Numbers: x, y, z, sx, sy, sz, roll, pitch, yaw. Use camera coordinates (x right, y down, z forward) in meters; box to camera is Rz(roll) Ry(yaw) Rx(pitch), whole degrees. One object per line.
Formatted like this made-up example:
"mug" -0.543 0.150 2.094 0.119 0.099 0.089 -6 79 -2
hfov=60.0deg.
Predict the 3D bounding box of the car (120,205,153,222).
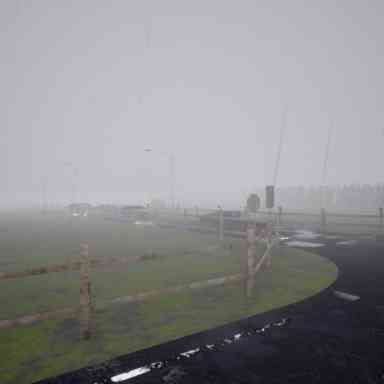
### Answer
"car" -5.532 2.044 32.587 1.837 1.490 4.892 0 -1 -34

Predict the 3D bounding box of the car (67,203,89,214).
"car" -17.545 2.466 50.334 1.837 1.490 4.892 0 -1 -34

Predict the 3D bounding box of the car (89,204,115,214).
"car" -12.770 2.410 48.314 2.033 1.411 5.357 0 -1 -34

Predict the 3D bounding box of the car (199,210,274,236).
"car" 2.529 1.818 20.725 2.033 1.411 5.357 0 -1 -33

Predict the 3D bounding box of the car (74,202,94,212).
"car" -18.386 2.536 56.449 1.882 1.535 5.008 0 -1 -34
